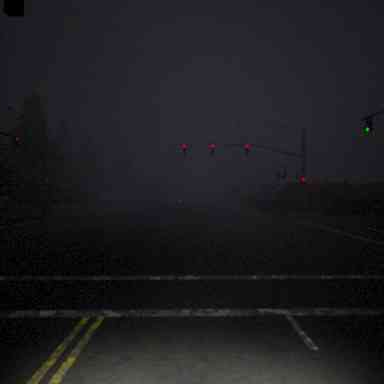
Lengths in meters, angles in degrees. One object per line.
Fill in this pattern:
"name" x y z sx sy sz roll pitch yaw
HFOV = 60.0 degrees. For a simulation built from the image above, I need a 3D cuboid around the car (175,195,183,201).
"car" -3.458 1.537 89.982 1.812 1.442 4.674 0 0 6
